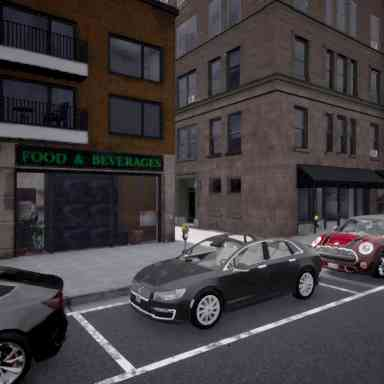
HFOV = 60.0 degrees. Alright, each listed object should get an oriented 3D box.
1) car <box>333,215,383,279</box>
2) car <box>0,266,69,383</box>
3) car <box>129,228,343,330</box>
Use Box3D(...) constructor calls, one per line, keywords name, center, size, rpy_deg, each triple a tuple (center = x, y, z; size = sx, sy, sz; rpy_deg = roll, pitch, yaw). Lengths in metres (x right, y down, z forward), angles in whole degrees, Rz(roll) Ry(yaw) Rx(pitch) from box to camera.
Box3D(name="car", center=(5.375, 1.443, 10.016), size=(4.097, 1.590, 1.967), rpy_deg=(0, 0, -35))
Box3D(name="car", center=(-3.615, 1.566, 3.614), size=(4.313, 1.339, 1.947), rpy_deg=(0, 0, -35))
Box3D(name="car", center=(0.880, 1.551, 6.815), size=(4.403, 1.369, 2.008), rpy_deg=(0, 0, -35))
